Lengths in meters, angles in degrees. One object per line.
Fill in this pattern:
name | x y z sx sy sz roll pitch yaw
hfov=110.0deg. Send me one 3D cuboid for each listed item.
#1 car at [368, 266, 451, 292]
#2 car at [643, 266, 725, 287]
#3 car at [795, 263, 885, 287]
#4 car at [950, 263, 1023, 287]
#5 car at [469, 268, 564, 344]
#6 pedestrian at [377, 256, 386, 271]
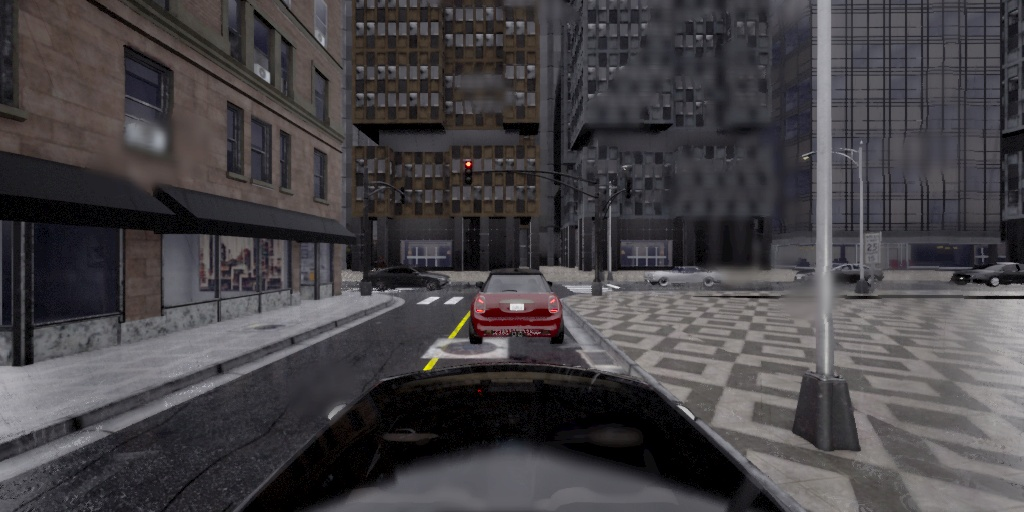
car | -5.895 1.280 20.624 4.674 1.442 1.812 0 0 1
car | 11.195 1.333 23.647 4.718 1.301 1.895 0 0 1
car | 21.388 1.209 23.532 4.902 1.511 2.128 0 0 1
car | 31.807 1.209 23.409 4.892 1.490 1.837 0 0 1
car | 0.069 1.102 9.731 2.097 1.767 4.553 0 0 -1
pedestrian | -9.838 0.903 26.913 0.375 1.860 0.375 0 0 1
